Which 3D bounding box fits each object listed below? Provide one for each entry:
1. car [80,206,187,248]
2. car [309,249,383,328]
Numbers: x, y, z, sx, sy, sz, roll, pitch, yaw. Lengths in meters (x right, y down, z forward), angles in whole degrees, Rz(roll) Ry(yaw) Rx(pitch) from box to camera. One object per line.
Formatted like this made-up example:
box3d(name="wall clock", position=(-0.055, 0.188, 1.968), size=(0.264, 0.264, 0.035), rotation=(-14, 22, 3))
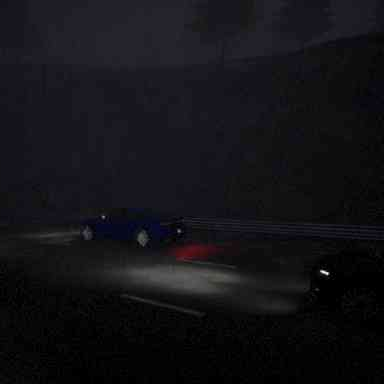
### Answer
box3d(name="car", position=(-2.610, 1.352, 14.166), size=(5.008, 1.535, 1.882), rotation=(0, 0, 31))
box3d(name="car", position=(4.420, 1.405, 5.179), size=(4.902, 1.511, 2.128), rotation=(0, 1, 35))
